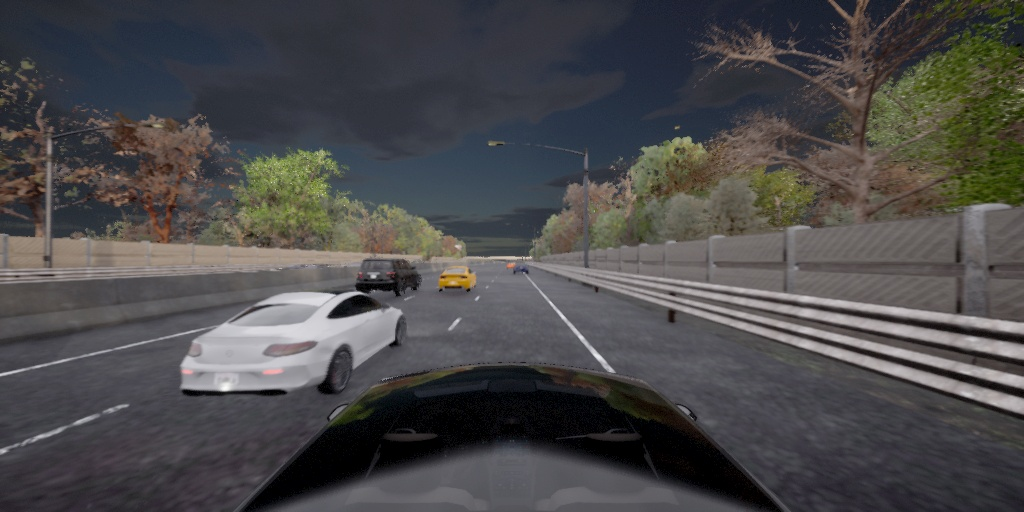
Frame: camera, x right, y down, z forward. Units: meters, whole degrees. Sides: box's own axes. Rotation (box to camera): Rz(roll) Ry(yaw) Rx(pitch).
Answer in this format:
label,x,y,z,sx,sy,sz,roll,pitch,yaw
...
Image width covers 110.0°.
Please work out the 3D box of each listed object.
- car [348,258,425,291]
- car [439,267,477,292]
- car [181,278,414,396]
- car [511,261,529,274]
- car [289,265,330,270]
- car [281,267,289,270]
label,x,y,z,sx,sy,sz,roll,pitch,yaw
car,-6.905,1.144,20.545,2.150,2.045,5.566,0,-1,0
car,-3.403,1.424,23.123,1.882,1.535,5.008,0,-1,0
car,-3.401,1.320,6.576,1.812,1.442,4.674,0,-1,0
car,1.216,1.552,49.304,2.097,1.767,4.553,0,-1,0
car,-21.091,1.639,38.687,2.033,1.411,5.357,0,-1,0
car,-24.571,1.678,40.893,1.994,1.385,4.181,0,-1,0
